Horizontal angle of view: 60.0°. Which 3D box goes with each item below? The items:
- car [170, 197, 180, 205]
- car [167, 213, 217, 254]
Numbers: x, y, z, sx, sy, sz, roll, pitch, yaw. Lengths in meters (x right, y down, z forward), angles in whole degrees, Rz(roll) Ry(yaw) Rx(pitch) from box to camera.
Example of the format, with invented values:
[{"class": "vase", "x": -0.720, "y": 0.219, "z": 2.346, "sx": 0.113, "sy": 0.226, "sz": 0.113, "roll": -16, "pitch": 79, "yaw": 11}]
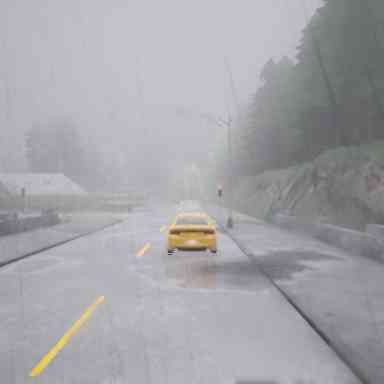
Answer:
[{"class": "car", "x": -4.013, "y": 2.091, "z": 78.489, "sx": 2.150, "sy": 2.045, "sz": 5.566, "roll": 0, "pitch": -1, "yaw": 0}, {"class": "car", "x": 0.021, "y": 1.636, "z": 14.231, "sx": 1.882, "sy": 1.535, "sz": 5.008, "roll": 0, "pitch": 0, "yaw": 0}]
